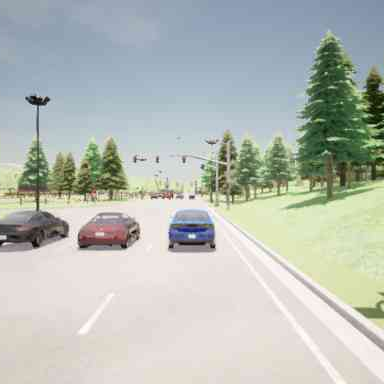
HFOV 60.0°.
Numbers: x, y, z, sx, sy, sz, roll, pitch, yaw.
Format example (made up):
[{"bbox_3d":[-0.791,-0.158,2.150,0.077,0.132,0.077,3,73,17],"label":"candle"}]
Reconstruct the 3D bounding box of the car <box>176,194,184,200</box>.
[{"bbox_3d":[-3.500,1.254,93.825,2.097,1.767,4.553,0,0,0],"label":"car"}]

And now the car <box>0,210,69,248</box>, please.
[{"bbox_3d":[-7.000,1.530,14.650,1.812,1.442,4.674,0,0,0],"label":"car"}]

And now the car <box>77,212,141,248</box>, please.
[{"bbox_3d":[-3.500,1.569,14.650,1.994,1.385,4.181,0,0,0],"label":"car"}]

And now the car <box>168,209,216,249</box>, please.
[{"bbox_3d":[0.000,1.482,14.650,1.882,1.535,5.008,0,0,0],"label":"car"}]

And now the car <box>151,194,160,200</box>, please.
[{"bbox_3d":[-10.500,1.383,93.472,1.837,1.490,4.892,0,0,0],"label":"car"}]

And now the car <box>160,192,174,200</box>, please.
[{"bbox_3d":[-7.000,1.108,93.502,2.150,2.045,5.566,0,0,0],"label":"car"}]

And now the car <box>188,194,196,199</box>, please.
[{"bbox_3d":[0.000,1.378,93.888,1.882,1.535,5.008,0,0,0],"label":"car"}]
